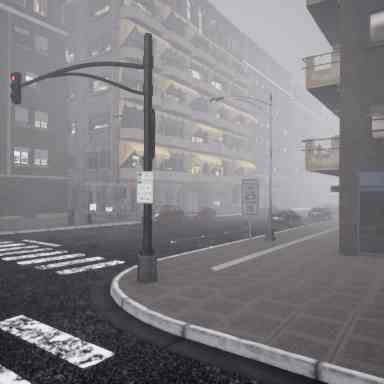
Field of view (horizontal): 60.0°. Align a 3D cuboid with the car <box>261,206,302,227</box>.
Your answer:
[{"bbox_3d":[7.692,2.095,27.444,1.947,1.339,4.313,-1,-2,35],"label":"car"}]

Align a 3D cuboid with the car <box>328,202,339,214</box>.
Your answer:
[{"bbox_3d":[20.732,2.458,46.231,1.752,1.417,4.829,-1,-2,35],"label":"car"}]

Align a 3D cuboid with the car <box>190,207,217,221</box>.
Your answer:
[{"bbox_3d":[0.863,2.063,32.185,1.802,1.307,4.206,-1,-1,35],"label":"car"}]

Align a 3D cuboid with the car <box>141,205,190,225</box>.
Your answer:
[{"bbox_3d":[-2.372,1.821,27.527,1.967,1.590,4.097,-1,-1,35],"label":"car"}]

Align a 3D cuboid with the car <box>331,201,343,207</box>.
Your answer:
[{"bbox_3d":[36.428,3.021,83.483,1.967,1.590,4.097,-1,-1,35],"label":"car"}]

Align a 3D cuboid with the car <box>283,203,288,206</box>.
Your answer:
[{"bbox_3d":[13.708,2.404,50.692,1.752,1.417,4.829,-1,-1,35],"label":"car"}]

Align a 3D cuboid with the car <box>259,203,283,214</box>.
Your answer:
[{"bbox_3d":[10.569,2.326,46.170,1.887,1.381,4.507,-1,-1,35],"label":"car"}]

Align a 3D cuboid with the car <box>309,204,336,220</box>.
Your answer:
[{"bbox_3d":[14.164,2.295,36.767,1.947,1.339,4.313,-1,-2,35],"label":"car"}]

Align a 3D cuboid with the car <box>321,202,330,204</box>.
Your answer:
[{"bbox_3d":[19.502,2.545,48.921,1.895,1.301,4.718,0,-1,35],"label":"car"}]
